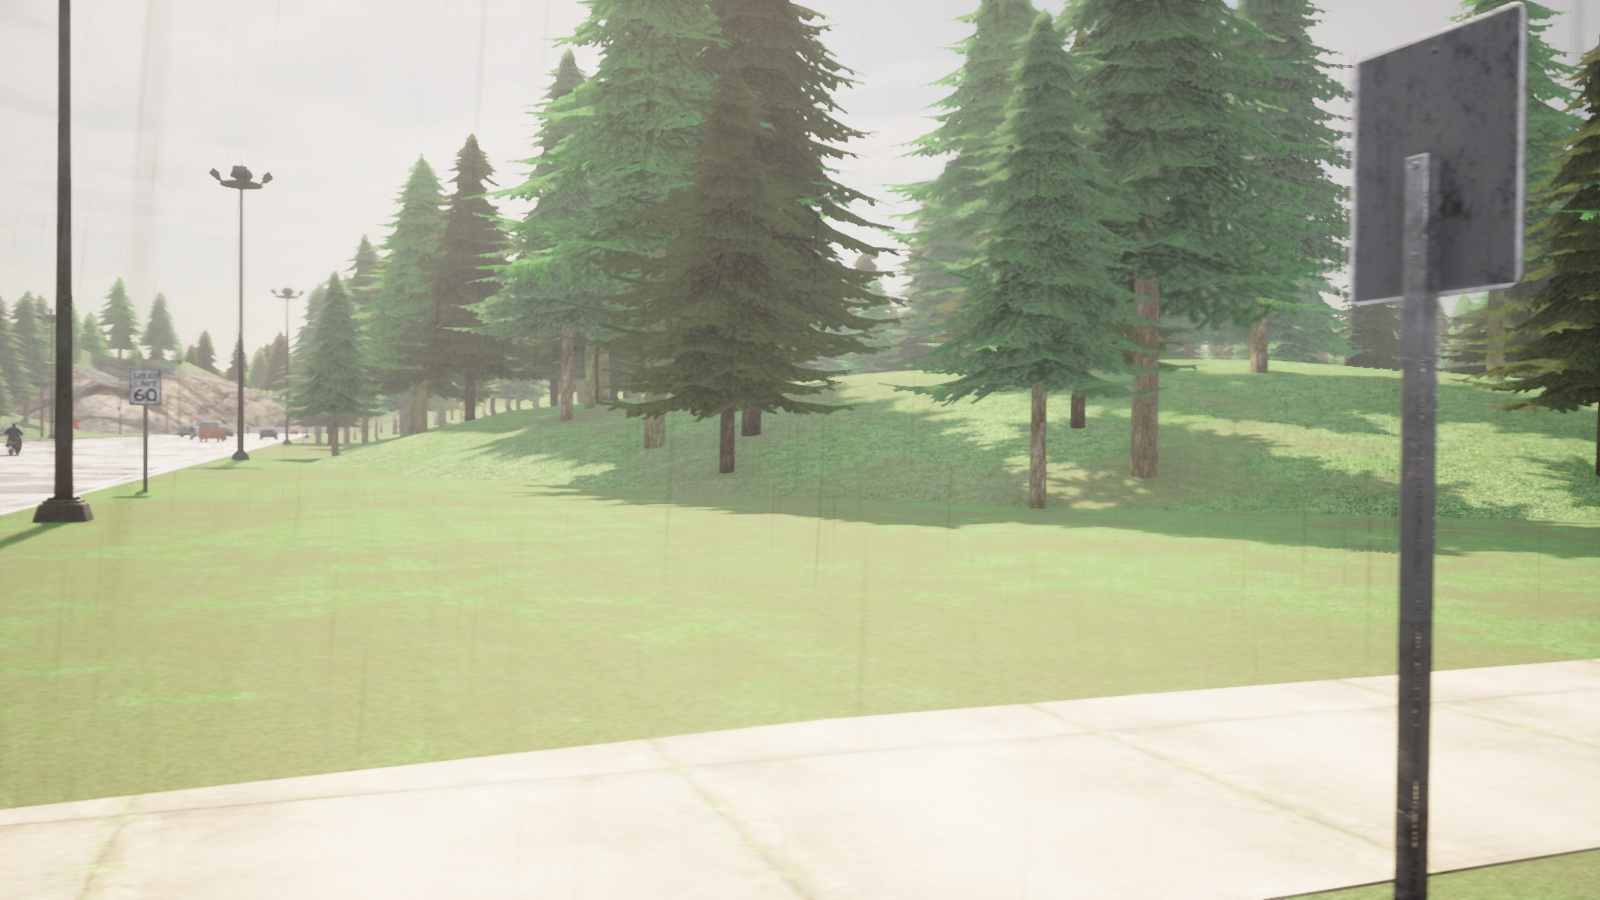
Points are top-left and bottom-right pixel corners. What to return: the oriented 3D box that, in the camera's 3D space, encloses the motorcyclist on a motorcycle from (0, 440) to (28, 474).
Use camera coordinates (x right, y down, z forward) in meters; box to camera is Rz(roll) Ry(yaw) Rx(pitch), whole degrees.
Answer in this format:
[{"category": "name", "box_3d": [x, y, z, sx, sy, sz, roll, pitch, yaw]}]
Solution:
[{"category": "motorcyclist on a motorcycle", "box_3d": [-37.925, 0.316, 60.481, 0.866, 1.590, 1.817, -1, 1, -20]}]
